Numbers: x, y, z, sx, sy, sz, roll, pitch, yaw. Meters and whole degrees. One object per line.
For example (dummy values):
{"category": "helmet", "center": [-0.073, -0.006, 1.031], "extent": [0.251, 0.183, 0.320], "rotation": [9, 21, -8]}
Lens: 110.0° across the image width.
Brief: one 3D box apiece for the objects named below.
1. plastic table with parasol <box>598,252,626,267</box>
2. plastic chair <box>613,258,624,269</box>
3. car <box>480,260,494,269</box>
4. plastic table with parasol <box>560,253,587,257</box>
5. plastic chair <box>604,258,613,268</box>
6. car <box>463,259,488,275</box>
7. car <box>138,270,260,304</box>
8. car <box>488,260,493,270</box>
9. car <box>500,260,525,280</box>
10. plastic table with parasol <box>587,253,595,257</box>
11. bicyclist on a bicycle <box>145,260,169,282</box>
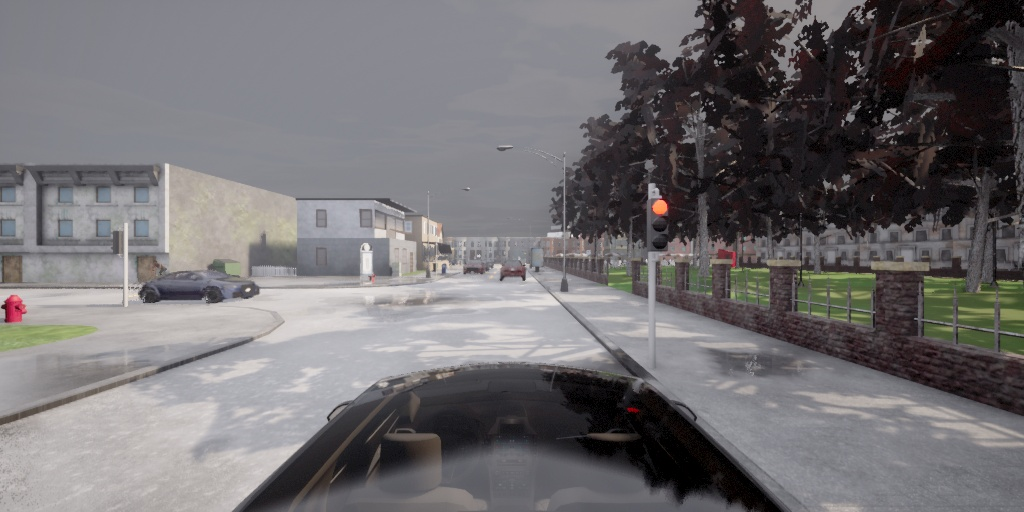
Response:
{"category": "plastic table with parasol", "center": [15.279, 0.694, 55.020], "extent": [2.482, 2.480, 2.482], "rotation": [0, 0, -40]}
{"category": "plastic chair", "center": [16.012, 1.296, 54.021], "extent": [0.750, 1.272, 0.730], "rotation": [0, 0, -40]}
{"category": "car", "center": [-4.087, 1.314, 58.893], "extent": [1.994, 1.385, 4.181], "rotation": [0, 0, 0]}
{"category": "plastic table with parasol", "center": [9.959, 0.684, 57.757], "extent": [2.482, 2.480, 2.482], "rotation": [0, 0, -40]}
{"category": "plastic chair", "center": [14.306, 1.306, 54.117], "extent": [0.730, 1.272, 0.750], "rotation": [0, 0, -35]}
{"category": "car", "center": [-4.109, 1.102, 39.527], "extent": [2.097, 1.767, 4.553], "rotation": [0, 0, 0]}
{"category": "car", "center": [-13.621, 1.314, 15.768], "extent": [4.181, 1.385, 1.994], "rotation": [0, 0, 0]}
{"category": "car", "center": [-4.108, 1.297, 49.042], "extent": [2.033, 1.411, 5.357], "rotation": [0, 0, 0]}
{"category": "car", "center": [0.083, 1.102, 31.284], "extent": [2.097, 1.767, 4.553], "rotation": [0, 0, 1]}
{"category": "plastic table with parasol", "center": [14.655, 0.673, 63.233], "extent": [2.482, 2.480, 2.482], "rotation": [0, 0, -42]}
{"category": "bicyclist on a bicycle", "center": [-23.867, 1.098, 24.144], "extent": [0.582, 1.620, 1.656], "rotation": [0, 0, 0]}
